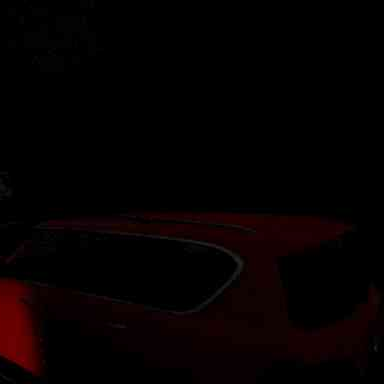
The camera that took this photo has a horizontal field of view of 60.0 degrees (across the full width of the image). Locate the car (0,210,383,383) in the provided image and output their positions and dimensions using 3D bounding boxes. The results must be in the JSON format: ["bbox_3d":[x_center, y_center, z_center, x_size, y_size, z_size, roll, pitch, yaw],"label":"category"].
[{"bbox_3d":[-0.836,1.240,3.913,5.566,2.045,2.435,0,0,36],"label":"car"}]
